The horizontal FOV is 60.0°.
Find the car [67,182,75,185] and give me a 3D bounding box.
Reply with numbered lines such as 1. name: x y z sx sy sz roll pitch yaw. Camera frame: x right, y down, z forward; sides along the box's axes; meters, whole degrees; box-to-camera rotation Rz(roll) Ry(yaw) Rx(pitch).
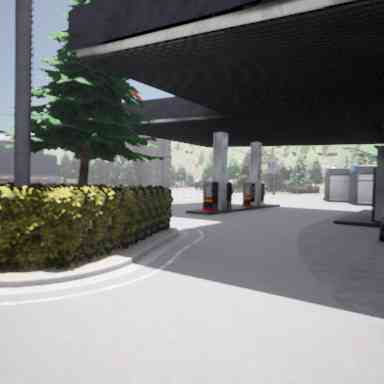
1. car: -25.750 -1.272 68.108 4.605 1.855 1.932 2 2 35

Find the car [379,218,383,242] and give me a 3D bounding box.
1. car: 10.040 1.416 15.327 2.242 1.667 4.611 2 2 35

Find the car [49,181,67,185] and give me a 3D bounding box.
1. car: -27.081 -1.250 65.493 3.866 1.878 1.905 2 2 35

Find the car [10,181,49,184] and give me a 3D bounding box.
1. car: -17.458 -0.180 35.272 3.866 1.878 1.905 2 2 35

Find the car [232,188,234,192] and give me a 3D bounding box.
1. car: 6.339 -0.296 68.318 4.514 1.523 2.007 2 2 35

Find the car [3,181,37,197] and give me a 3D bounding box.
1. car: -22.009 -0.467 42.477 4.605 1.855 1.932 2 2 35
